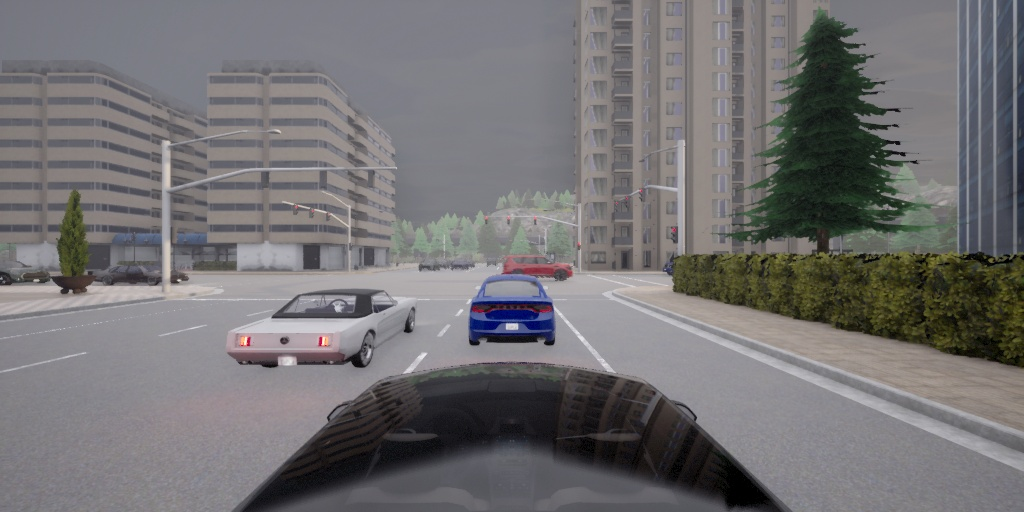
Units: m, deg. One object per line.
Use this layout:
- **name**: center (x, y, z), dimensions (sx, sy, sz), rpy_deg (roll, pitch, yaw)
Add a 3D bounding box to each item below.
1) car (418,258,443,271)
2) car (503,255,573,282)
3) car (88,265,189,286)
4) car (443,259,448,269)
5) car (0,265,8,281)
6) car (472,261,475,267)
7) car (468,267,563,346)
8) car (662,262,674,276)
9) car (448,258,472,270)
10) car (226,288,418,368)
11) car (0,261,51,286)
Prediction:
- **car**: center (-11.011, 1.102, 47.891), dimensions (2.097, 1.767, 4.553), rpy_deg (0, 0, 0)
- **car**: center (1.978, 0.971, 28.246), dimensions (5.566, 2.045, 2.150), rpy_deg (0, 0, 0)
- **car**: center (-25.654, 1.297, 24.773), dimensions (5.357, 1.411, 2.033), rpy_deg (0, 0, 0)
- **car**: center (-11.083, 1.255, 56.976), dimensions (1.837, 1.490, 4.892), rpy_deg (0, 0, 0)
- **car**: center (-43.481, 1.351, 28.298), dimensions (4.718, 1.301, 1.895), rpy_deg (0, 0, 0)
- **car**: center (-7.610, 1.297, 62.551), dimensions (2.033, 1.411, 5.357), rpy_deg (0, 0, 1)
- **car**: center (-0.004, 1.228, 9.481), dimensions (1.882, 1.535, 5.008), rpy_deg (0, 0, 0)
- **car**: center (17.893, 0.971, 35.428), dimensions (5.566, 2.045, 2.150), rpy_deg (0, 0, 0)
- **car**: center (-7.546, 1.102, 52.110), dimensions (2.097, 1.767, 4.553), rpy_deg (0, 0, 0)
- **car**: center (-3.496, 1.351, 7.815), dimensions (1.895, 1.301, 4.718), rpy_deg (0, 0, 0)
- **car**: center (-35.098, 1.102, 24.782), dimensions (4.553, 1.767, 2.097), rpy_deg (0, 0, 0)
